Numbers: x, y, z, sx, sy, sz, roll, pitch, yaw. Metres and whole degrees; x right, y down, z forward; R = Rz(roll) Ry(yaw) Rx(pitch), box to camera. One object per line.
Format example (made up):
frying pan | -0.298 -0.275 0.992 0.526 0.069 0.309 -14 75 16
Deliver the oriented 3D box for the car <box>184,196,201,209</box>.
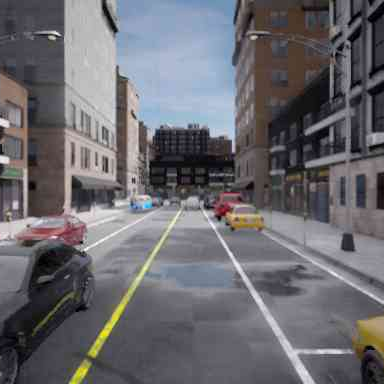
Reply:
car | 0.068 1.463 43.033 1.812 1.442 4.674 0 0 0

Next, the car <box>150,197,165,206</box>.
car | -5.383 1.491 52.718 1.947 1.339 4.313 0 0 0

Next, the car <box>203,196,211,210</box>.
car | 2.641 1.506 41.393 1.947 1.339 4.313 0 0 0

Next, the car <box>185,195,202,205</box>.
car | 0.337 1.409 59.633 2.128 1.511 4.902 0 0 12

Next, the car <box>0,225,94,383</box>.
car | -2.851 1.518 5.004 1.812 1.442 4.674 0 0 0

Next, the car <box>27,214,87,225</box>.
car | -5.386 1.563 13.085 1.802 1.307 4.206 0 0 0

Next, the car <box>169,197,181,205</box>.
car | -2.751 1.468 55.723 2.033 1.411 5.357 0 0 0

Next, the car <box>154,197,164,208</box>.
car | -5.383 1.483 47.056 2.008 1.369 4.403 0 0 0

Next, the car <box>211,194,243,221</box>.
car | 2.984 1.181 26.810 2.150 2.045 5.566 0 0 0

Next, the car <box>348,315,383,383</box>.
car | 2.638 1.522 1.930 1.752 1.417 4.829 0 0 0

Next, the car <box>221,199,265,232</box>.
car | 3.027 1.427 19.971 1.801 1.575 5.366 0 0 0

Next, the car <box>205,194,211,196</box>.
car | 2.642 1.247 47.055 2.192 1.841 5.009 0 0 0

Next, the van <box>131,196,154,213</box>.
van | -5.384 1.289 35.732 1.690 1.788 3.998 0 0 0
